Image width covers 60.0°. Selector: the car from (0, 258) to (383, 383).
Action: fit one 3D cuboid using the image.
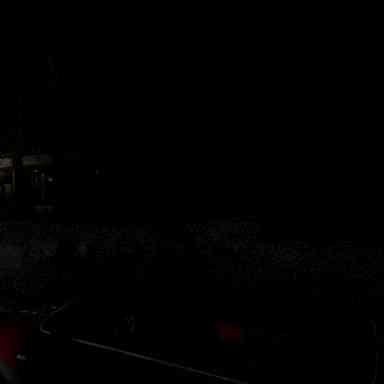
[{"bbox_3d":[-0.287,1.406,3.201,4.097,1.590,1.967,-1,1,29],"label":"car"}]
